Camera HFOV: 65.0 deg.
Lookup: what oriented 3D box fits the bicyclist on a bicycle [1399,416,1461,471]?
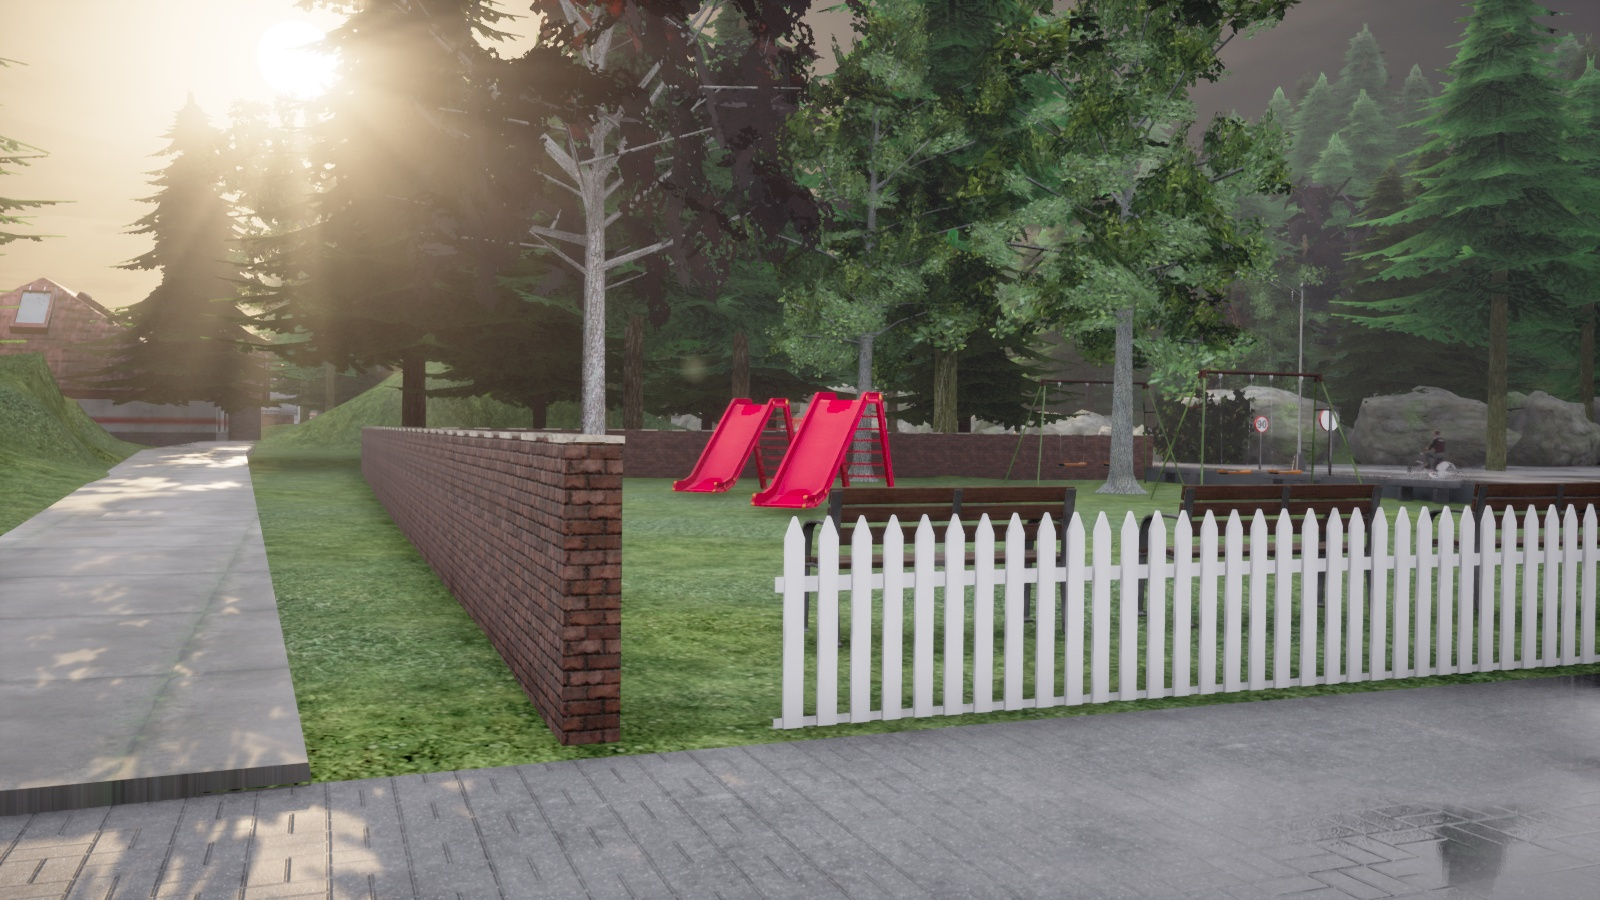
[{"bbox_3d":[20.575,-0.219,41.029,0.659,1.776,1.843,-1,1,-21],"label":"bicyclist on a bicycle"}]
